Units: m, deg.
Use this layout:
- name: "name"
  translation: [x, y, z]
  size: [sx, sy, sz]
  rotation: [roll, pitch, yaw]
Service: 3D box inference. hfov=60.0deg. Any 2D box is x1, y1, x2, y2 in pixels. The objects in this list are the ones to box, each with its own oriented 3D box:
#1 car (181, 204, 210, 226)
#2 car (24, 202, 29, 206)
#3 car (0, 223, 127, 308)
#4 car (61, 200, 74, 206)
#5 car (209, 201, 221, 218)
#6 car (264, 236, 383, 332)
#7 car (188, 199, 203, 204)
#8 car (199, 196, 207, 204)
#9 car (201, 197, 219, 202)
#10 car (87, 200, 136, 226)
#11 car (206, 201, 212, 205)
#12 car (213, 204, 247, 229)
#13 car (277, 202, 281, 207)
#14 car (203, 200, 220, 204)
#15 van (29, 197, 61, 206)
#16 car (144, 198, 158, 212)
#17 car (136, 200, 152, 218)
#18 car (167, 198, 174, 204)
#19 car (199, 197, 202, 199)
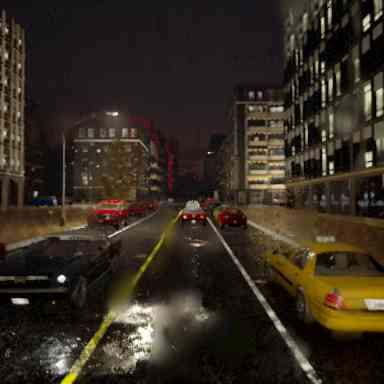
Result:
- name: "car"
  translation: [0.119, 1.844, 25.971]
  size: [1.895, 1.301, 4.718]
  rotation: [0, -1, 0]
- name: "car"
  translation: [-31.843, 2.203, 67.626]
  size: [4.206, 1.307, 1.802]
  rotation: [0, -2, 0]
- name: "car"
  translation: [-3.095, 1.678, 8.197]
  size: [1.895, 1.301, 4.718]
  rotation: [0, -1, 0]
- name: "car"
  translation: [-26.211, 2.202, 67.634]
  size: [4.313, 1.339, 1.947]
  rotation: [0, -2, 0]
- name: "car"
  translation: [2.726, 1.795, 28.818]
  size: [1.752, 1.417, 4.829]
  rotation: [1, -1, 0]
- name: "car"
  translation: [2.708, 1.592, 7.060]
  size: [1.752, 1.417, 4.829]
  rotation: [1, -1, 0]
- name: "car"
  translation: [0.131, 1.930, 43.197]
  size: [1.812, 1.442, 4.674]
  rotation: [0, -1, 0]
- name: "car"
  translation: [2.897, 2.149, 88.737]
  size: [2.192, 1.841, 5.009]
  rotation: [1, -1, 0]
- name: "car"
  translation: [2.815, 1.736, 44.964]
  size: [2.192, 1.841, 5.009]
  rotation: [1, -1, 0]
- name: "car"
  translation: [-5.655, 1.532, 23.186]
  size: [2.192, 1.841, 5.009]
  rotation: [1, -1, 0]
- name: "car"
  translation: [2.729, 1.885, 34.088]
  size: [1.947, 1.339, 4.313]
  rotation: [1, -1, 0]
- name: "car"
  translation: [2.721, 1.762, 23.208]
  size: [1.887, 1.381, 4.507]
  rotation: [1, -1, 0]
- name: "car"
  translation: [17.328, 2.124, 59.311]
  size: [4.206, 1.307, 1.802]
  rotation: [0, -2, 0]
- name: "car"
  translation: [2.733, 1.936, 39.526]
  size: [1.947, 1.339, 4.313]
  rotation: [1, -1, 0]
- name: "van"
  translation: [-26.199, 1.744, 59.263]
  size: [3.998, 1.788, 1.690]
  rotation: [0, -2, 0]
- name: "car"
  translation: [-5.712, 1.736, 44.965]
  size: [2.192, 1.841, 5.009]
  rotation: [1, -1, 0]
- name: "car"
  translation: [-5.651, 1.863, 34.075]
  size: [1.887, 1.381, 4.507]
  rotation: [1, -1, 0]
- name: "car"
  translation: [-5.731, 2.384, 88.677]
  size: [2.008, 1.369, 4.403]
  rotation: [1, -1, 0]
- name: "car"
  translation: [2.901, 2.095, 83.037]
  size: [2.192, 1.841, 5.009]
  rotation: [1, -1, 0]
